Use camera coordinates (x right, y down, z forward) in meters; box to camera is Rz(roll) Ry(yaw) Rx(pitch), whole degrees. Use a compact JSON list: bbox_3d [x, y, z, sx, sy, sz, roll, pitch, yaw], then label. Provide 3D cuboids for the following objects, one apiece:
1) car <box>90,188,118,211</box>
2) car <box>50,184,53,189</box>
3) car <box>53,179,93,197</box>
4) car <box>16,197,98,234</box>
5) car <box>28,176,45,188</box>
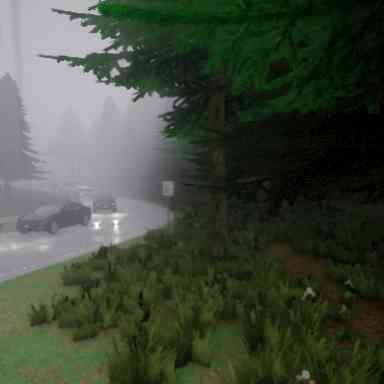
[{"bbox_3d":[-7.630,0.774,28.801,1.837,1.490,4.892,0,4,-18],"label":"car"},{"bbox_3d":[-17.427,-0.724,45.421,4.892,1.490,1.837,6,4,39],"label":"car"},{"bbox_3d":[-13.135,-0.383,37.831,5.566,2.045,2.150,6,4,41],"label":"car"},{"bbox_3d":[-7.564,1.321,18.692,1.882,1.535,5.008,0,2,12],"label":"car"},{"bbox_3d":[-24.659,-1.837,52.591,2.150,2.045,5.566,0,5,-29],"label":"car"}]
